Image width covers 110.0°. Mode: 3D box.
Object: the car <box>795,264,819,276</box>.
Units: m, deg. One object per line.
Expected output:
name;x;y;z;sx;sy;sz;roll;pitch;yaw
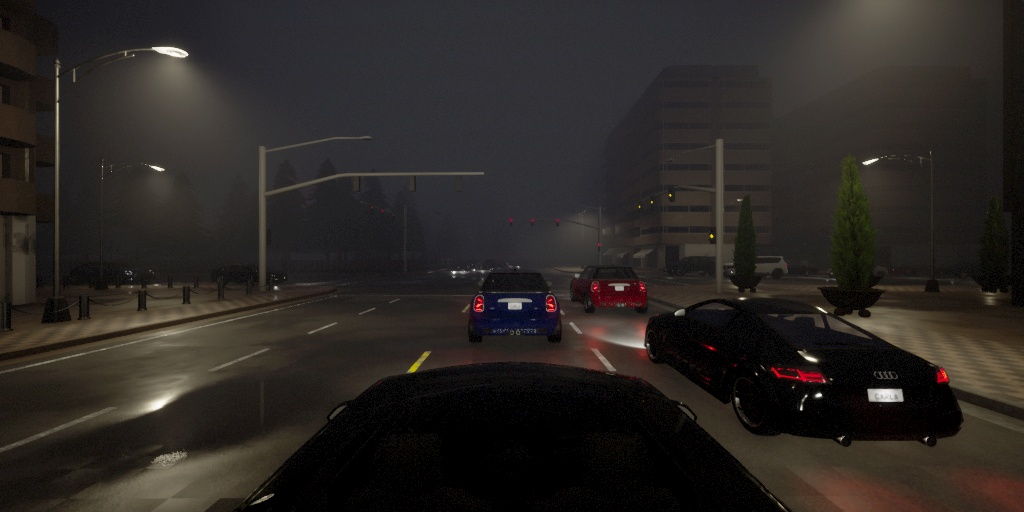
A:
car;28.172;1.406;36.522;4.718;1.301;1.895;0;0;0

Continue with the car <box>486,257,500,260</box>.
car;-3.231;1.255;52.289;1.837;1.490;4.892;0;0;3

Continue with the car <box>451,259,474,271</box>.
car;-6.871;1.314;48.624;1.994;1.385;4.181;0;0;2

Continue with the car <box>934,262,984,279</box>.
car;42.122;1.283;33.060;5.008;1.535;1.882;0;0;0

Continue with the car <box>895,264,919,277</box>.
car;38.218;1.406;36.555;4.718;1.301;1.895;0;0;0

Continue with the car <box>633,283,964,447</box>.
car;3.605;1.314;5.469;1.994;1.385;4.181;0;0;0

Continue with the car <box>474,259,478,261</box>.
car;-6.260;1.255;57.513;1.837;1.490;4.892;0;0;7

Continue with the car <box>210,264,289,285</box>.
car;-18.681;1.310;25.632;4.892;1.490;1.837;0;0;0

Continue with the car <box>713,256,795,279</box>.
car;22.160;1.027;32.999;5.566;2.045;2.150;0;0;0

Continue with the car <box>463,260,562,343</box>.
car;0.081;1.102;9.881;2.097;1.767;4.553;0;0;0

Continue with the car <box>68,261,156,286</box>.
car;-28.402;1.158;25.592;4.553;1.767;2.097;0;0;0

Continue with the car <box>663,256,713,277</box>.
car;18.412;1.027;36.483;5.566;2.045;2.150;0;0;0

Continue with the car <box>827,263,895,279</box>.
car;31.798;1.331;33.034;4.674;1.442;1.812;0;0;0

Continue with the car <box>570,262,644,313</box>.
car;3.602;1.102;14.109;2.097;1.767;4.553;0;0;0

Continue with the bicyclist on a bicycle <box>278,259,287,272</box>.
bicyclist on a bicycle;-25.621;1.106;40.086;0.582;1.620;1.656;0;0;0
